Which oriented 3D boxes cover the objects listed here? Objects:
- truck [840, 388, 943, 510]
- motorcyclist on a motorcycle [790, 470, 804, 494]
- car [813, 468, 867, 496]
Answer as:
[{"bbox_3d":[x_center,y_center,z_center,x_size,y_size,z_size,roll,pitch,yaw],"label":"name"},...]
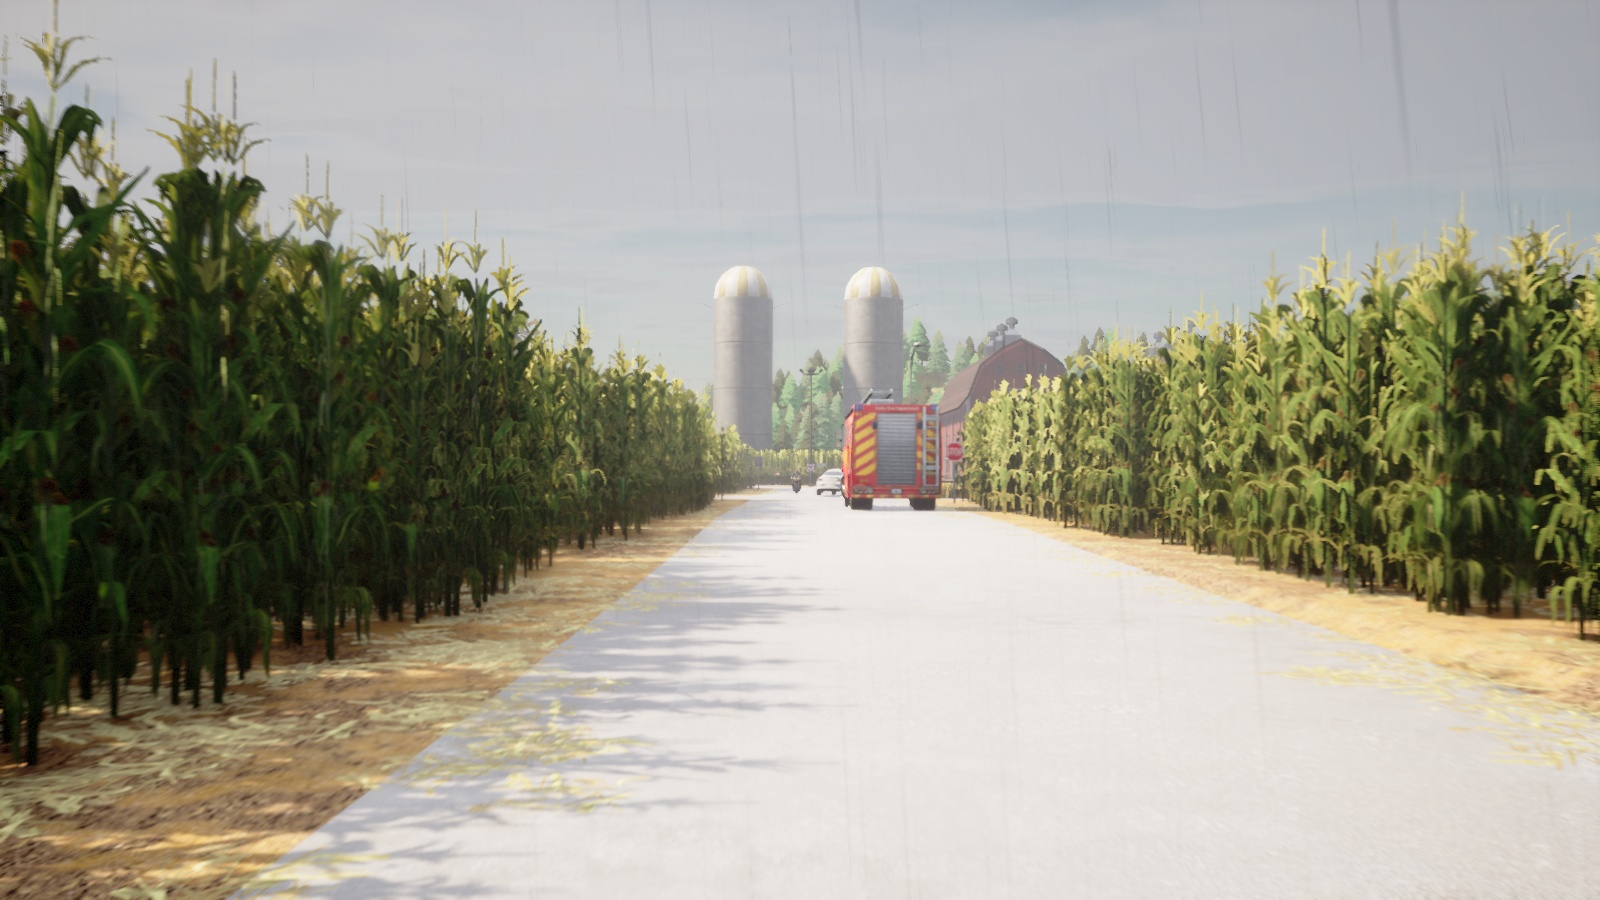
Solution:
[{"bbox_3d":[2.988,0.078,43.473,2.891,3.827,8.468,0,-2,0],"label":"truck"},{"bbox_3d":[-0.193,2.017,79.035,0.866,1.530,2.191,0,-1,0],"label":"motorcyclist on a motorcycle"},{"bbox_3d":[2.216,1.740,68.573,1.812,1.442,4.674,0,-1,16],"label":"car"}]
